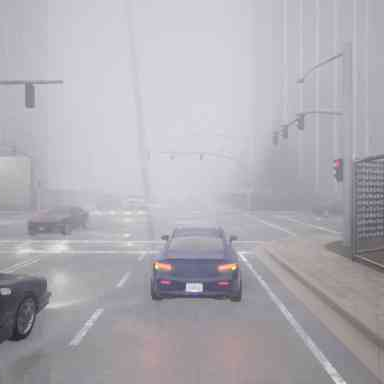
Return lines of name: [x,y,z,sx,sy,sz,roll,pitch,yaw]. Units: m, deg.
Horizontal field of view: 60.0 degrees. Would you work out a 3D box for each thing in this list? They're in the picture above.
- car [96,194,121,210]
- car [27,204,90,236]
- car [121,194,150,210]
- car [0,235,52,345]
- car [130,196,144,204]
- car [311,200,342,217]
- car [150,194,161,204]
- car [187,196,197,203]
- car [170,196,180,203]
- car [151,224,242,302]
car: [-10.587,1.222,42.846,2.150,2.045,5.566,0,0,0]
car: [-7.094,1.445,18.188,1.882,1.535,5.008,0,0,0]
car: [-7.082,1.221,42.256,2.150,2.045,5.566,0,0,0]
car: [-3.443,1.547,3.464,2.033,1.411,5.357,0,0,1]
car: [-10.517,1.525,63.451,1.812,1.442,4.674,0,0,0]
car: [13.275,1.422,29.741,5.008,1.535,1.882,0,0,0]
car: [-7.018,1.601,63.437,1.895,1.301,4.718,0,0,1]
car: [0.020,1.547,66.914,2.033,1.411,5.357,0,0,0]
car: [-3.480,1.547,66.915,2.033,1.411,5.357,0,0,0]
car: [0.160,1.526,8.182,1.812,1.442,4.674,0,0,3]
